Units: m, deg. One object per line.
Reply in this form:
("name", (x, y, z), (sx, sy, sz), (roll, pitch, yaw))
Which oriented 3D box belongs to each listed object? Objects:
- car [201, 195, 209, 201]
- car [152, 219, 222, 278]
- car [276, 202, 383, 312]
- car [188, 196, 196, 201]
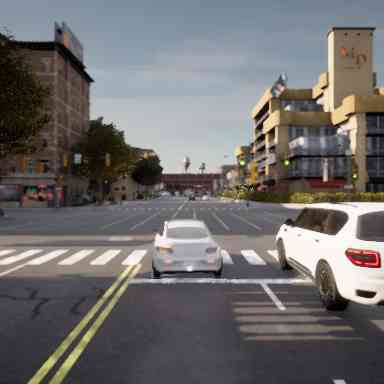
("car", (3.561, 1.741, 87.794), (1.812, 1.442, 4.674), (0, 0, 0))
("car", (-0.242, 1.552, 10.154), (1.812, 1.442, 4.674), (0, 0, -5))
("car", (3.619, 1.242, 7.873), (2.150, 2.045, 5.566), (0, 0, 1))
("car", (0.062, 1.729, 88.555), (1.837, 1.490, 4.892), (0, 0, 0))
